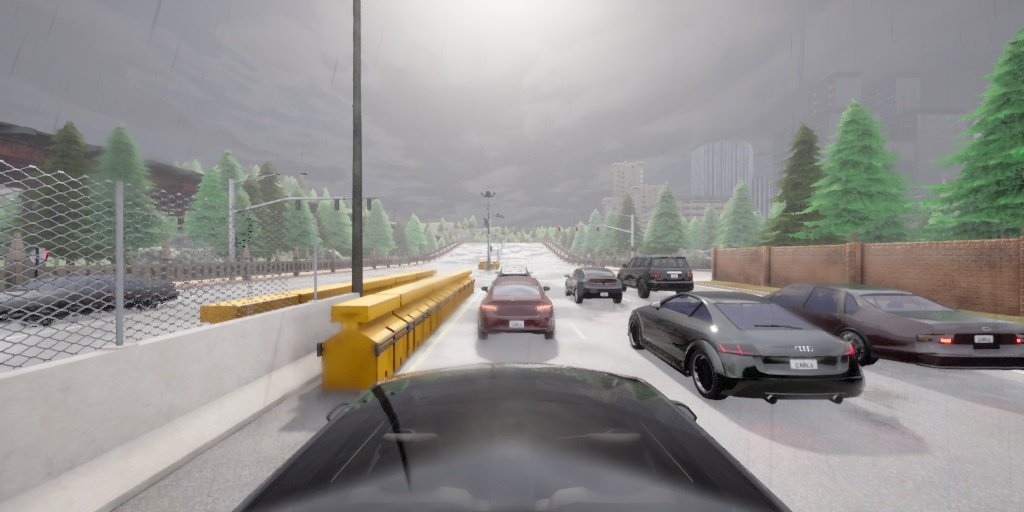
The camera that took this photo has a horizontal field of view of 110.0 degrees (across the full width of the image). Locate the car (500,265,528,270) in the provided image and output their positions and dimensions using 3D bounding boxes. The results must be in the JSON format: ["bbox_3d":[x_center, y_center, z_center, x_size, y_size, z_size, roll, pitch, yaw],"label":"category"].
[{"bbox_3d":[0.107,1.241,19.130,2.128,1.511,4.902,0,0,0],"label":"car"}]

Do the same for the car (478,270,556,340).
[{"bbox_3d":[0.104,1.276,9.884,1.812,1.442,4.674,0,0,0],"label":"car"}]

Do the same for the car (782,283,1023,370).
[{"bbox_3d":[7.102,1.297,7.908,2.033,1.411,5.357,0,0,0],"label":"car"}]

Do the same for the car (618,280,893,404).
[{"bbox_3d":[3.604,1.314,6.458,1.994,1.385,4.181,0,0,-1],"label":"car"}]

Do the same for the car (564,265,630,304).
[{"bbox_3d":[3.605,1.255,16.424,1.837,1.490,4.892,0,0,0],"label":"car"}]

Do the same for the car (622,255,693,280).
[{"bbox_3d":[7.105,0.972,18.366,2.150,2.045,5.566,0,0,0],"label":"car"}]

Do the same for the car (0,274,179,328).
[{"bbox_3d":[-14.046,1.297,11.673,2.033,1.411,5.357,0,0,0],"label":"car"}]
